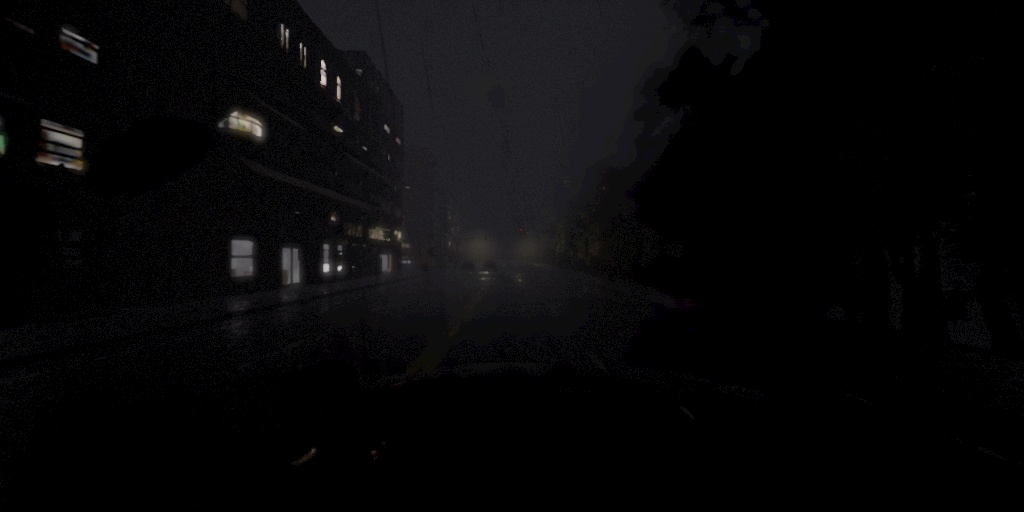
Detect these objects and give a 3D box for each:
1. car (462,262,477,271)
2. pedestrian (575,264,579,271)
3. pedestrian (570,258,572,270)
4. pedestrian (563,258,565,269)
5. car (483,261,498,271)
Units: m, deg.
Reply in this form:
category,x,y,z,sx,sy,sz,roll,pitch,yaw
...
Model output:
category,x,y,z,sx,sy,sz,roll,pitch,yaw
car,-6.452,1.587,55.390,2.033,1.411,5.357,0,0,0
pedestrian,10.057,1.744,55.671,0.500,1.100,0.500,0,0,0
pedestrian,9.056,1.174,55.075,0.375,1.860,0.375,0,0,0
pedestrian,8.058,1.181,56.276,0.375,1.860,0.375,0,0,0
car,-3.210,1.559,54.552,1.812,1.442,4.674,0,-1,0
